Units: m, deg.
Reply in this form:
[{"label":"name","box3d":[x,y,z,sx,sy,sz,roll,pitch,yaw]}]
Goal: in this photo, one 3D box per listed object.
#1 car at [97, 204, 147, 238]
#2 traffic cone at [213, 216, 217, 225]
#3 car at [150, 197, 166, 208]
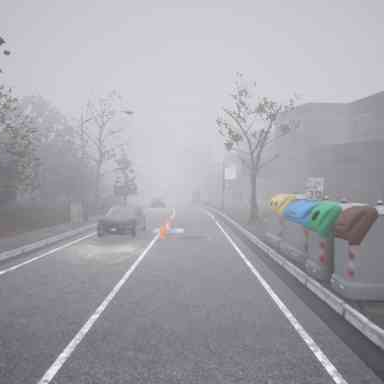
[{"label":"car","box3d":[-3.587,1.443,17.675,1.882,1.535,5.008,0,0,0]},{"label":"traffic cone","box3d":[1.505,1.913,22.069,0.340,0.580,0.340,0,0,6]},{"label":"car","box3d":[-4.649,1.444,45.598,1.837,1.490,4.892,0,0,-7]}]
